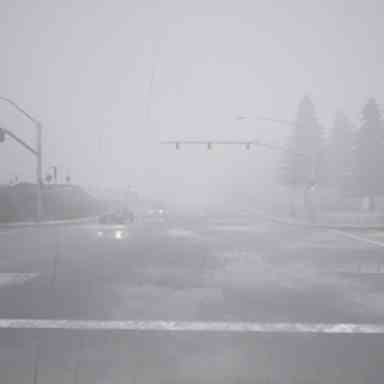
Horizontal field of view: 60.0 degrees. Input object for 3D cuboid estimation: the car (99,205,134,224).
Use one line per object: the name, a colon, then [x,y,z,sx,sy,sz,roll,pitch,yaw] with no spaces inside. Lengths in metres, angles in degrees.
car: [-6.201,1.837,27.886,1.812,1.442,4.674,0,0,6]

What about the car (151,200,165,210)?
car: [-5.436,2.094,53.304,1.837,1.490,4.892,0,2,2]
